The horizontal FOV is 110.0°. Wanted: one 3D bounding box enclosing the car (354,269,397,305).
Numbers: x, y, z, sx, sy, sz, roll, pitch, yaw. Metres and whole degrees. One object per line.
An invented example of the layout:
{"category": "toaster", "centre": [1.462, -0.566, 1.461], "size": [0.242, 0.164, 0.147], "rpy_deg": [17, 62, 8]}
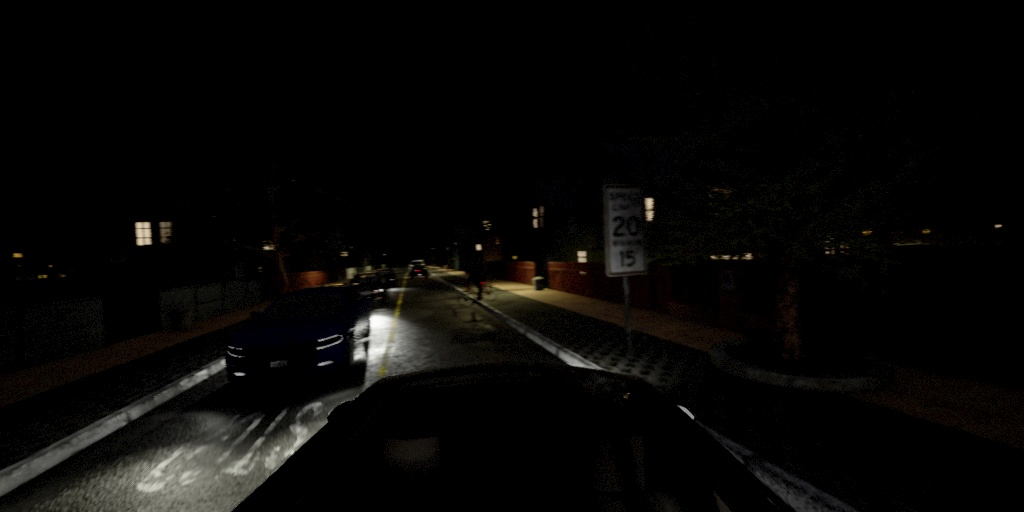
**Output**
{"category": "car", "centre": [-7.142, 1.602, 17.878], "size": [2.128, 1.511, 4.902], "rpy_deg": [-3, 0, -16]}

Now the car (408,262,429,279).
{"category": "car", "centre": [-10.426, 1.755, 40.223], "size": [1.837, 1.490, 4.892], "rpy_deg": [-3, 0, -16]}

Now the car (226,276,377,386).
{"category": "car", "centre": [-4.345, 1.453, 8.015], "size": [1.882, 1.535, 5.008], "rpy_deg": [-3, 0, -16]}

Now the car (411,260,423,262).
{"category": "car", "centre": [-13.390, 1.618, 50.602], "size": [2.150, 2.045, 5.566], "rpy_deg": [-3, 0, -16]}

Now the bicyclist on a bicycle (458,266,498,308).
{"category": "bicyclist on a bicycle", "centre": [-1.456, 1.161, 14.278], "size": [1.656, 1.620, 0.582], "rpy_deg": [-13, 3, -16]}
